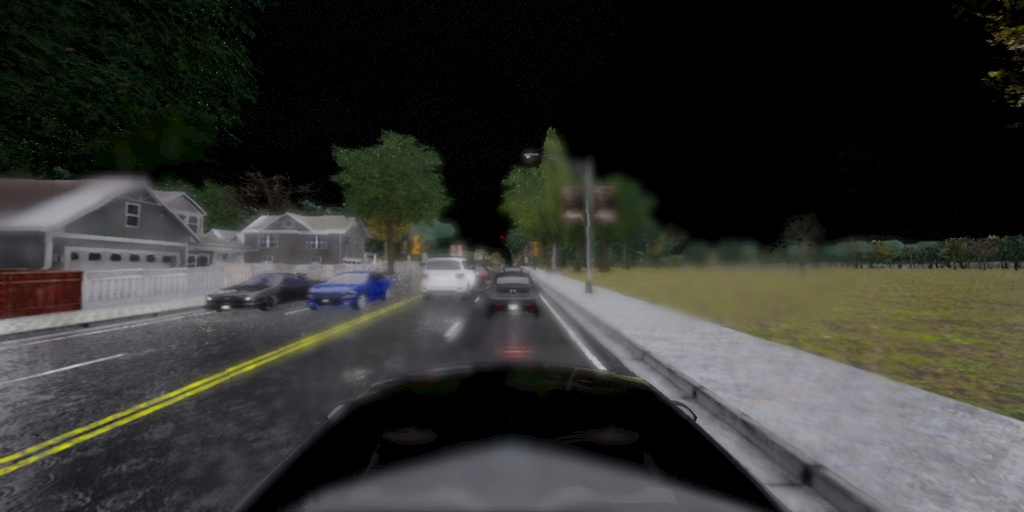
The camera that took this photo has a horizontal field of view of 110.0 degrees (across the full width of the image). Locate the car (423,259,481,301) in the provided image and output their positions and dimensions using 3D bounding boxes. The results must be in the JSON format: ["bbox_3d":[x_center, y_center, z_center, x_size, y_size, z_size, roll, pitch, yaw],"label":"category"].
[{"bbox_3d":[-3.125,1.175,19.103,2.150,2.045,5.566,0,-1,0],"label":"car"}]

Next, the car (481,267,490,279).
[{"bbox_3d":[-3.097,1.755,36.179,1.994,1.385,4.181,0,-1,0],"label":"car"}]

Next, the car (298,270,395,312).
[{"bbox_3d":[-6.579,1.382,15.253,1.882,1.535,5.008,0,-1,0],"label":"car"}]

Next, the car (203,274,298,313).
[{"bbox_3d":[-9.829,1.449,15.017,2.033,1.411,5.357,0,-1,0],"label":"car"}]

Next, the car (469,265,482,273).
[{"bbox_3d":[-6.398,2.268,63.497,1.895,1.301,4.718,0,-1,0],"label":"car"}]

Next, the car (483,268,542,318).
[{"bbox_3d":[0.103,1.394,13.733,1.837,1.490,4.892,0,0,0],"label":"car"}]
